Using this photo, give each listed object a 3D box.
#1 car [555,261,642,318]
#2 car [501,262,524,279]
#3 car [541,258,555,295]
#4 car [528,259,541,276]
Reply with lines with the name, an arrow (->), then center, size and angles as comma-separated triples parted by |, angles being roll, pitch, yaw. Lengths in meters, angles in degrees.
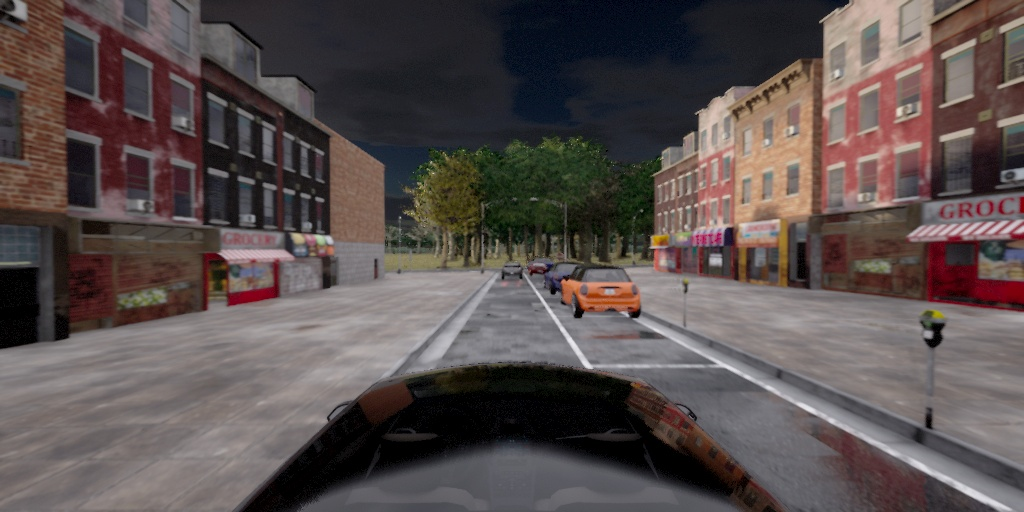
car -> 2.984, 1.097, 13.058 | 2.097, 1.767, 4.553 | 0, 0, 0
car -> 0.017, 1.238, 31.991 | 2.128, 1.511, 4.902 | 0, 0, 0
car -> 2.981, 1.096, 20.059 | 2.097, 1.767, 4.553 | 0, 0, 0
car -> 2.624, 1.295, 36.266 | 1.888, 1.381, 4.507 | 0, 0, 0
